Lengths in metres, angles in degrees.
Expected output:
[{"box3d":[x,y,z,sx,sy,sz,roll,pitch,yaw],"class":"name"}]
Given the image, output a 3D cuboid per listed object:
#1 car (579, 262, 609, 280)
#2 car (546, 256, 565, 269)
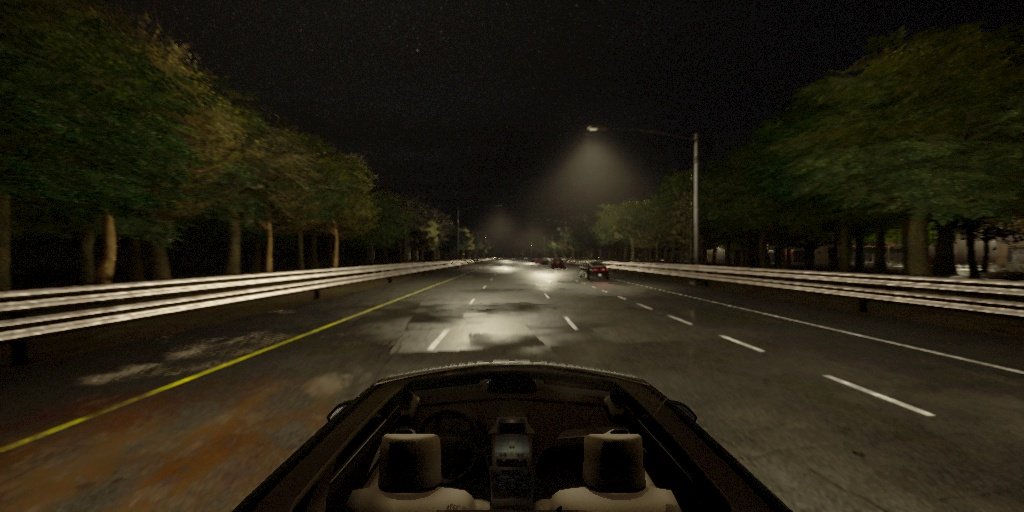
[{"box3d":[6.999,1.271,30.945,1.837,1.490,4.892,0,0,0],"class":"car"},{"box3d":[7.028,1.143,56.801,2.097,1.767,4.553,0,0,0],"class":"car"}]
